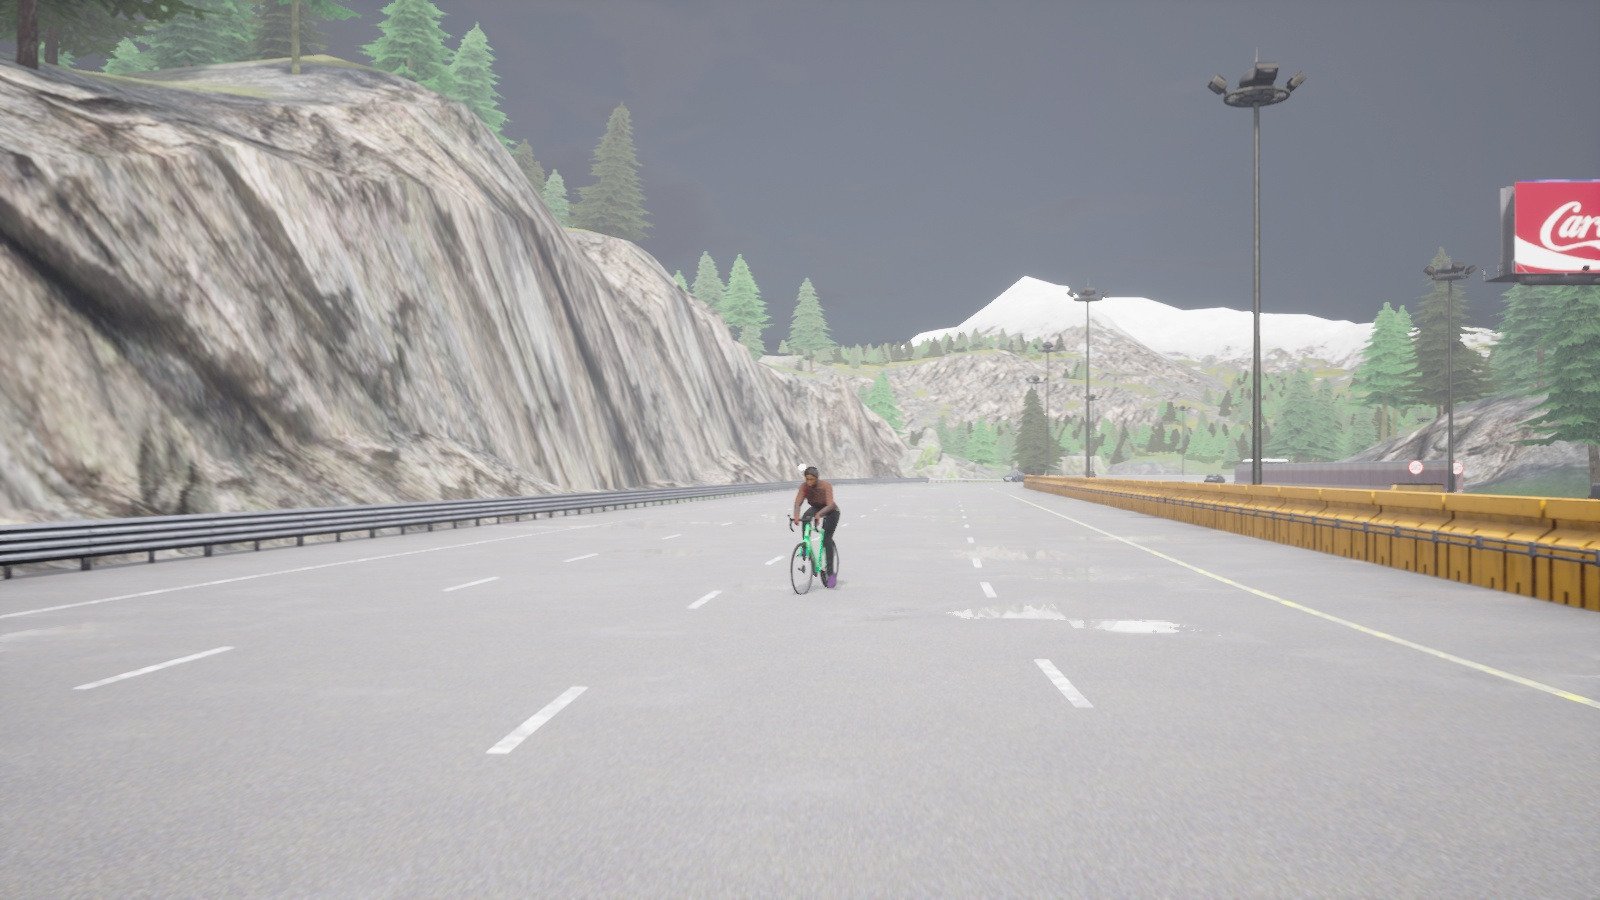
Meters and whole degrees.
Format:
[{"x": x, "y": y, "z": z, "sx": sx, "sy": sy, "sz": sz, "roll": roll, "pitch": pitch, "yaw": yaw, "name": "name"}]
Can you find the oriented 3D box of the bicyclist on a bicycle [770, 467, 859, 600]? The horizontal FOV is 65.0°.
[{"x": 0.211, "y": 1.040, "z": 16.287, "sx": 0.582, "sy": 1.620, "sz": 1.656, "roll": -1, "pitch": -1, "yaw": 22, "name": "bicyclist on a bicycle"}]
